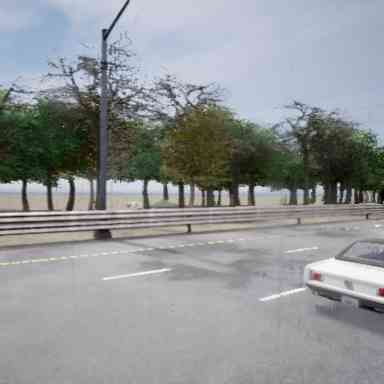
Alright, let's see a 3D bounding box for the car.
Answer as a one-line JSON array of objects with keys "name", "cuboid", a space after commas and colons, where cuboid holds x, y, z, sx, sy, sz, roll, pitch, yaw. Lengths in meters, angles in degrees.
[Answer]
[{"name": "car", "cuboid": [4.601, 1.668, 7.149, 4.718, 1.301, 1.895, 1, 0, -35]}]
